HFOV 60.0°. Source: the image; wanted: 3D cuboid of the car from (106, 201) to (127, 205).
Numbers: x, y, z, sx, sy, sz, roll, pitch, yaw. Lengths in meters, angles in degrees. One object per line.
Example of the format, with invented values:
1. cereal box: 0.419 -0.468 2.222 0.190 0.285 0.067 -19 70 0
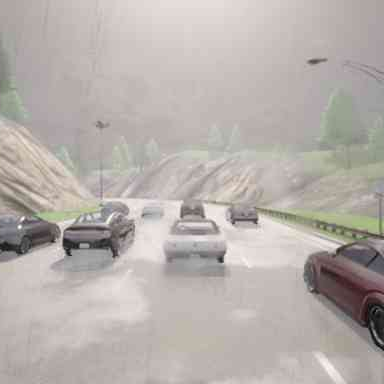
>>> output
1. car: -7.043 1.555 30.778 1.994 1.385 4.181 0 0 -2

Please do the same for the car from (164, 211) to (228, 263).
1. car: 0.097 1.597 11.981 1.895 1.301 4.718 0 0 0

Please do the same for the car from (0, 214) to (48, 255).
1. car: -6.904 1.561 13.311 1.994 1.385 4.181 0 0 0

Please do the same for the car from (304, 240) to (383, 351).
1. car: 3.598 1.561 6.120 1.994 1.385 4.181 0 0 0

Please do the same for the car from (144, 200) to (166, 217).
1. car: -3.570 1.515 31.171 1.812 1.442 4.674 0 0 -2

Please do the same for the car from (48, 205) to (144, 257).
1. car: -3.402 1.488 12.943 2.128 1.511 4.902 0 0 0

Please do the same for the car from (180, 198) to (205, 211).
1. car: -0.012 1.341 29.695 2.097 1.767 4.553 0 0 -1

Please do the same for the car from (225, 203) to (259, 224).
1. car: 3.586 1.538 24.434 2.033 1.411 5.357 0 0 0
